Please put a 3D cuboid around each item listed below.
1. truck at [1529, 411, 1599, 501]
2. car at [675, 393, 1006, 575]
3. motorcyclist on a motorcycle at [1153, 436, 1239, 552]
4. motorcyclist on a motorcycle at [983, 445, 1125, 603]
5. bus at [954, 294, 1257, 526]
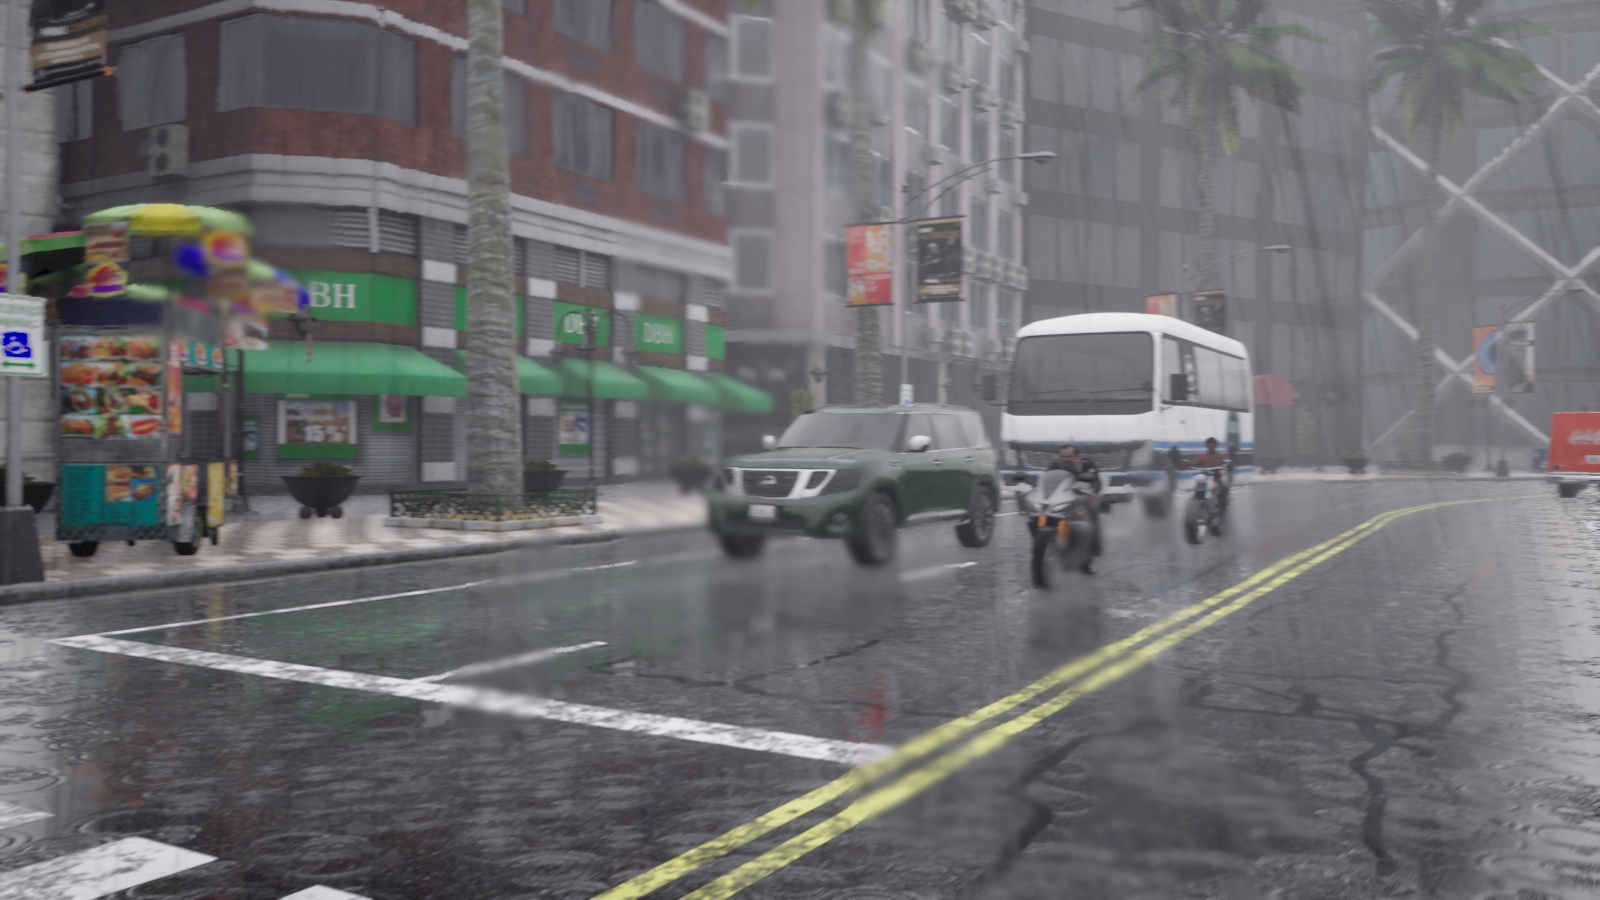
[{"bbox_3d":[23.705,0.168,36.586,5.204,2.467,2.627,0,0,-40],"label":"truck"},{"bbox_3d":[0.802,0.370,17.005,2.150,2.045,5.566,0,0,29],"label":"car"},{"bbox_3d":[6.058,0.616,19.140,0.766,1.649,2.350,0,1,30],"label":"motorcyclist on a motorcycle"},{"bbox_3d":[2.748,0.717,13.379,0.866,1.530,2.191,0,1,29],"label":"motorcyclist on a motorcycle"},{"bbox_3d":[7.335,-0.759,28.416,3.944,4.253,10.273,0,0,30],"label":"bus"}]
